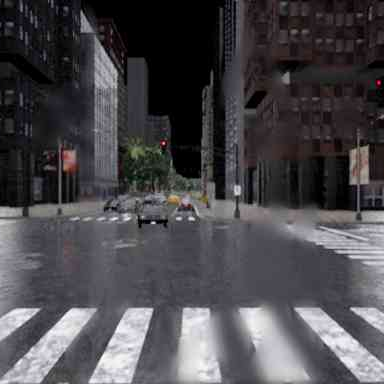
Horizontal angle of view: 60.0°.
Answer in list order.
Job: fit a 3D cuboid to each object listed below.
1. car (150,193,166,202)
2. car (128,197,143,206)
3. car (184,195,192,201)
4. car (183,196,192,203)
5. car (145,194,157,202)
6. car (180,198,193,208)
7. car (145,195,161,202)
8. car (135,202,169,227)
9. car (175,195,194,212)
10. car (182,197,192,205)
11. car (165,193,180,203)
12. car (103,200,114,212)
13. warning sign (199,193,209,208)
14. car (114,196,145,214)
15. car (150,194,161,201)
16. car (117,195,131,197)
[{"bbox_3d":[-6.717,1.242,69.029,2.150,2.045,5.566,0,0,-1],"label":"car"},{"bbox_3d":[-9.365,1.567,55.613,1.752,1.417,4.829,0,0,-1],"label":"car"},{"bbox_3d":[-1.128,1.569,88.401,1.967,1.590,4.097,0,0,-1],"label":"car"},{"bbox_3d":[-0.986,1.608,72.296,1.752,1.417,4.829,0,0,-1],"label":"car"},{"bbox_3d":[-9.558,1.412,77.486,2.192,1.841,5.009,0,0,-1],"label":"car"},{"bbox_3d":[-0.794,1.612,50.427,1.802,1.307,4.206,0,0,-1],"label":"car"},{"bbox_3d":[-6.649,1.582,52.703,2.033,1.411,5.357,0,0,0],"label":"car"},{"bbox_3d":[-2.668,1.580,22.611,1.895,1.301,4.718,1,0,-7],"label":"car"},{"bbox_3d":[-0.699,1.446,39.578,1.967,1.590,4.097,0,0,-1],"label":"car"},{"bbox_3d":[-0.890,1.600,61.276,1.887,1.381,4.507,0,0,-1],"label":"car"},{"bbox_3d":[-3.689,1.544,65.731,1.882,1.535,5.008,0,0,-1],"label":"car"},{"bbox_3d":[-9.223,1.572,39.505,1.947,1.339,4.313,0,0,-1],"label":"car"},{"bbox_3d":[1.580,1.129,43.268,1.300,1.860,1.060,0,0,-1],"label":"warning sign"},{"bbox_3d":[-6.505,1.501,34.926,1.837,1.490,4.892,0,0,-1],"label":"car"},{"bbox_3d":[-9.654,1.444,88.338,2.192,1.841,5.009,0,0,-1],"label":"car"},{"bbox_3d":[-9.272,1.332,44.931,2.192,1.841,5.009,0,0,-1],"label":"car"}]
